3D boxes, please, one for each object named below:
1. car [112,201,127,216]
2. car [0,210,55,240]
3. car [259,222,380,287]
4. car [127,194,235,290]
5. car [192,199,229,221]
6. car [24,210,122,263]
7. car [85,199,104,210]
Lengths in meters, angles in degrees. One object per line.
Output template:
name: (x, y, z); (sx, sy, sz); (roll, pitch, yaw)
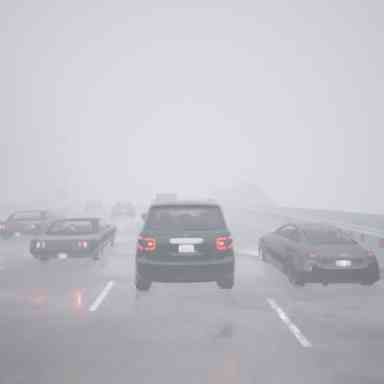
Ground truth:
car: (-5.984, 1.463, 29.346); (1.994, 1.385, 4.181); (0, 0, -9)
car: (-7.862, 1.551, 16.803); (1.895, 1.301, 4.718); (0, 0, -5)
car: (3.225, 1.522, 9.282); (1.994, 1.385, 4.181); (0, 0, -3)
car: (-0.245, 1.186, 9.161); (2.150, 2.045, 5.566); (0, 0, -3)
car: (1.372, 1.383, 27.580); (2.128, 1.511, 4.902); (0, 0, -8)
car: (-3.924, 1.562, 11.903); (1.895, 1.301, 4.718); (0, 0, -4)
car: (-11.484, 1.472, 39.435); (1.895, 1.301, 4.718); (0, 0, -12)
